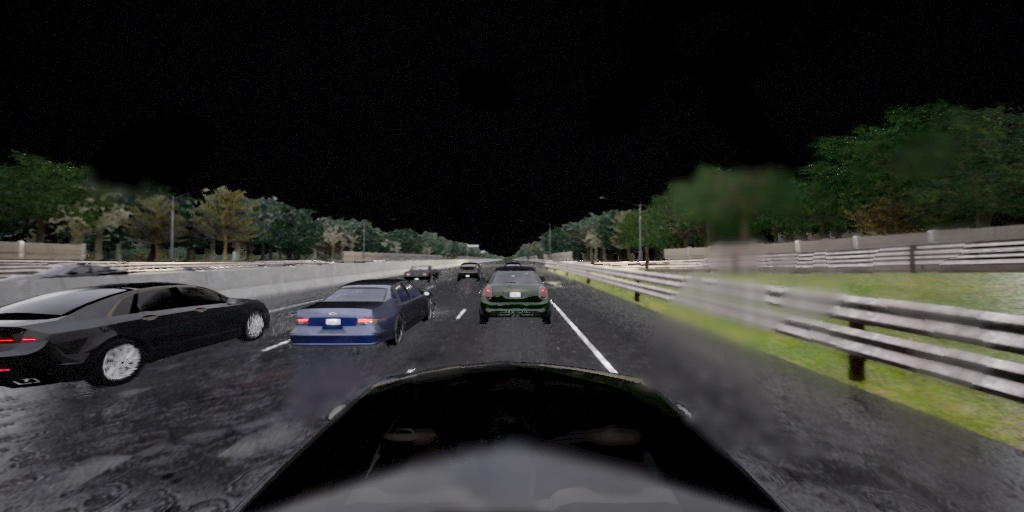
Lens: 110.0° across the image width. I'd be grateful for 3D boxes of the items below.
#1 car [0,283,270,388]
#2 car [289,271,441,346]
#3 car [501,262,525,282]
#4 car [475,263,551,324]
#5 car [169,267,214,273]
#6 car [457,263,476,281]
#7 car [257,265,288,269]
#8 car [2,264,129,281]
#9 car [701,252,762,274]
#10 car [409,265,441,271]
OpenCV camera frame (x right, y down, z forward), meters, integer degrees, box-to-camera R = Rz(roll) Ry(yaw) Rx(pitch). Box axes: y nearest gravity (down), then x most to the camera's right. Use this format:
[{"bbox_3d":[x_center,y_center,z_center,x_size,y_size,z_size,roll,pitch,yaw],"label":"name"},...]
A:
[{"bbox_3d":[-6.903,1.257,6.904,1.837,1.490,4.892,0,0,0],"label":"car"},{"bbox_3d":[-3.404,1.302,9.334,2.033,1.411,5.357,0,0,0],"label":"car"},{"bbox_3d":[0.086,1.289,30.117,1.837,1.490,4.892,0,0,0],"label":"car"},{"bbox_3d":[0.094,1.109,12.195,2.097,1.767,4.553,0,0,0],"label":"car"},{"bbox_3d":[-21.110,1.370,23.262,1.895,1.301,4.718,0,0,0],"label":"car"},{"bbox_3d":[-3.415,1.288,30.008,1.837,1.490,4.892,0,0,0],"label":"car"},{"bbox_3d":[-17.610,1.338,26.426,1.994,1.385,4.181,0,0,0],"label":"car"},{"bbox_3d":[-24.608,1.241,20.050,1.882,1.535,5.008,0,0,0],"label":"car"},{"bbox_3d":[21.172,0.711,34.886,2.150,2.045,5.566,0,-3,-19],"label":"car"},{"bbox_3d":[-6.914,1.380,28.239,1.895,1.301,4.718,0,0,0],"label":"car"}]
